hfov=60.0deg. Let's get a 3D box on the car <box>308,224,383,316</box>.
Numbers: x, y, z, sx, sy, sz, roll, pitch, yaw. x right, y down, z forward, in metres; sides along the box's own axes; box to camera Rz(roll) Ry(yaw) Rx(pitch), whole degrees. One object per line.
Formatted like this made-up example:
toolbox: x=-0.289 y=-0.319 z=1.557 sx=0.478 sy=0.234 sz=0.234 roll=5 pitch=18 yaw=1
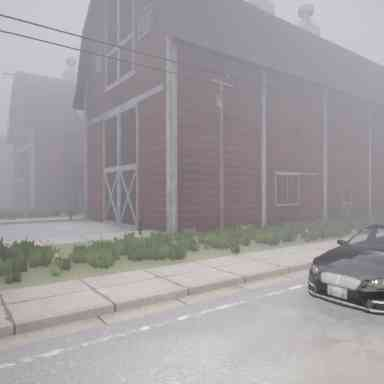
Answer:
car: x=4.521 y=1.464 z=7.216 sx=4.902 sy=1.511 sz=2.128 roll=0 pitch=0 yaw=-36
